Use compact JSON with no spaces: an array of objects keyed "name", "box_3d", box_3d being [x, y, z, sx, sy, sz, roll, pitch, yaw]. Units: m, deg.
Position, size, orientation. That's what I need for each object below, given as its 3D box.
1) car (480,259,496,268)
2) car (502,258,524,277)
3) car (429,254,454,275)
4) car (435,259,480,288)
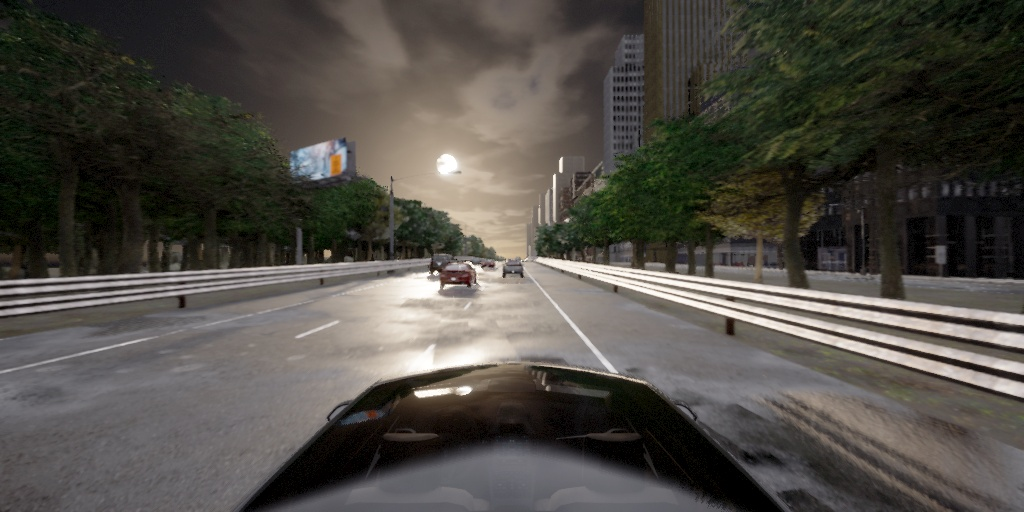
[{"name":"car","box_3d":[-3.406,1.123,52.834,1.895,1.301,4.718,0,0,0]},{"name":"car","box_3d":[0.097,1.144,33.633,2.128,1.511,4.902,0,0,0]},{"name":"car","box_3d":[-6.906,0.856,36.721,2.150,2.045,5.566,0,0,0]},{"name":"car","box_3d":[-3.403,1.173,23.349,1.882,1.535,5.008,0,0,0]}]
